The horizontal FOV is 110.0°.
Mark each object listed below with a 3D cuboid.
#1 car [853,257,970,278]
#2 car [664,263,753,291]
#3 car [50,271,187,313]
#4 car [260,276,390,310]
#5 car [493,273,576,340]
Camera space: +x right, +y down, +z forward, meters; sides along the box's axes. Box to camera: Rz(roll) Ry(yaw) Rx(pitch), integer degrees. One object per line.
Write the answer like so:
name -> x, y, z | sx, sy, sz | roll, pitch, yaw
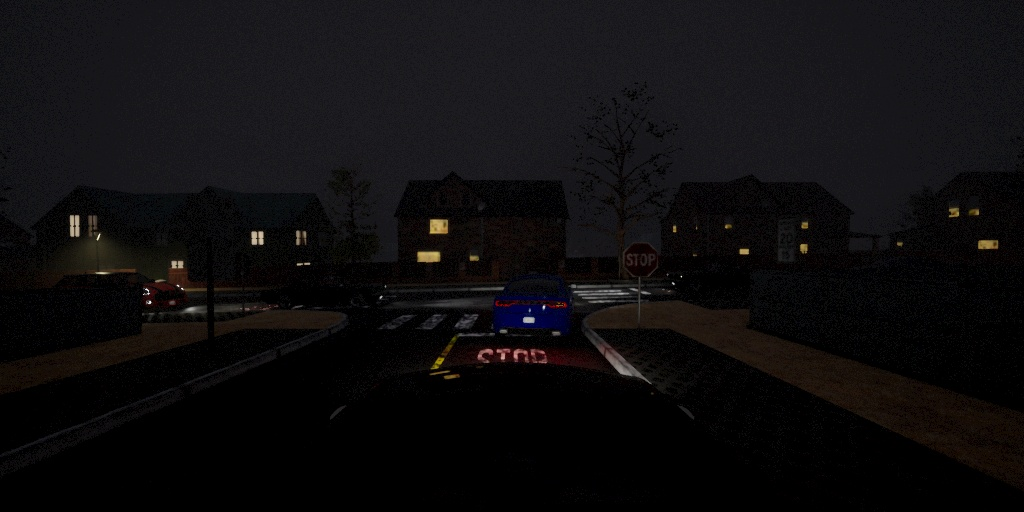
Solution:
car -> 20.048, 0.753, 18.334 | 5.357, 1.411, 2.033 | -1, 1, 0
car -> 10.402, 1.034, 18.294 | 4.718, 1.301, 1.895 | -1, 1, -1
car -> -16.806, 1.471, 15.346 | 4.553, 1.767, 2.097 | -1, 1, 0
car -> -7.818, 1.506, 15.358 | 4.718, 1.301, 1.895 | -1, 1, 0
car -> 0.782, 1.226, 10.154 | 1.882, 1.535, 5.008 | 0, 0, 10
